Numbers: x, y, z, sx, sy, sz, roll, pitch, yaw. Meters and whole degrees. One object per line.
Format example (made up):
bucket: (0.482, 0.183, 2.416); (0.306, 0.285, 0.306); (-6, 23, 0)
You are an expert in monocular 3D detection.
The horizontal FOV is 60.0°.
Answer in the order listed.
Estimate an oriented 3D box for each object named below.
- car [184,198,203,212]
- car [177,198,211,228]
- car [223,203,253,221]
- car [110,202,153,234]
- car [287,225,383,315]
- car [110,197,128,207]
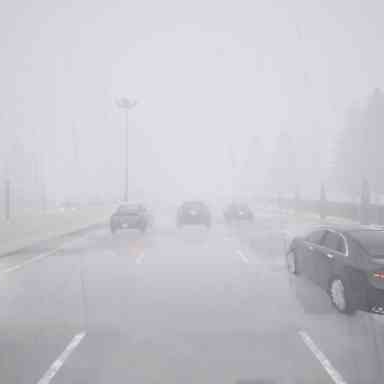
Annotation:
car: (0.074, 1.469, 39.469); (2.128, 1.511, 4.902); (0, 0, -1)
car: (0.108, 1.340, 22.261); (2.097, 1.767, 4.553); (0, 0, 0)
car: (3.610, 1.549, 26.649); (1.994, 1.385, 4.181); (0, 0, 0)
car: (-3.393, 1.481, 19.266); (2.128, 1.511, 4.902); (0, 0, 0)
car: (3.603, 1.500, 7.525); (1.837, 1.490, 4.892); (0, 0, 0)
car: (-11.052, 1.519, 50.704); (2.033, 1.411, 5.357); (0, 0, -6)
